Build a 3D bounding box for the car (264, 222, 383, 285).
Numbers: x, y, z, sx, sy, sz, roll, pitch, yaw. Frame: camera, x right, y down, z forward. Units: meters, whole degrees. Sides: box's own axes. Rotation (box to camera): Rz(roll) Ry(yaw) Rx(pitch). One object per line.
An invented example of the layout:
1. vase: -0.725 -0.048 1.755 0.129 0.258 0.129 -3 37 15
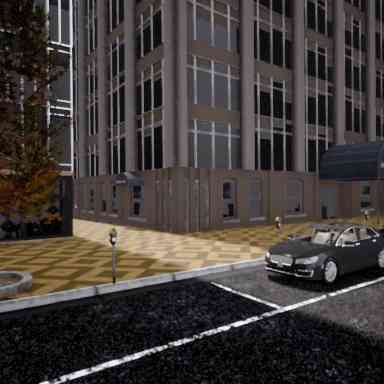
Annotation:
1. car: 3.918 1.547 9.360 4.403 1.369 2.008 0 -1 -35
